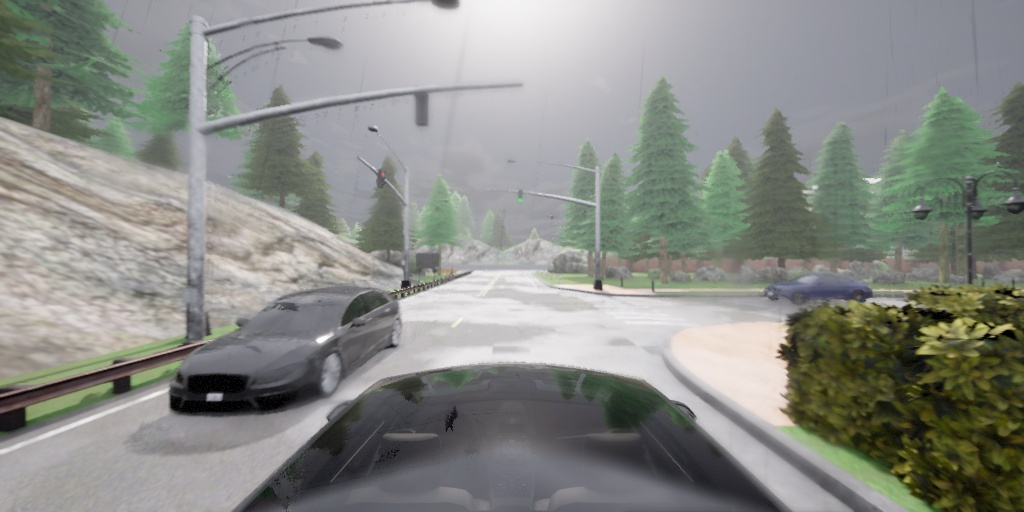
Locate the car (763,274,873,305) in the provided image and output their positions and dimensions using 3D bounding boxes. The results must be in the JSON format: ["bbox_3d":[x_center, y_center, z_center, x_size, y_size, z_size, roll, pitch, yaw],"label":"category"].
[{"bbox_3d":[15.352,1.631,18.088,4.674,1.442,1.812,0,-1,0],"label":"car"}]

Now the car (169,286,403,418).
[{"bbox_3d":[-3.490,1.382,6.651,1.837,1.490,4.892,0,1,0],"label":"car"}]
